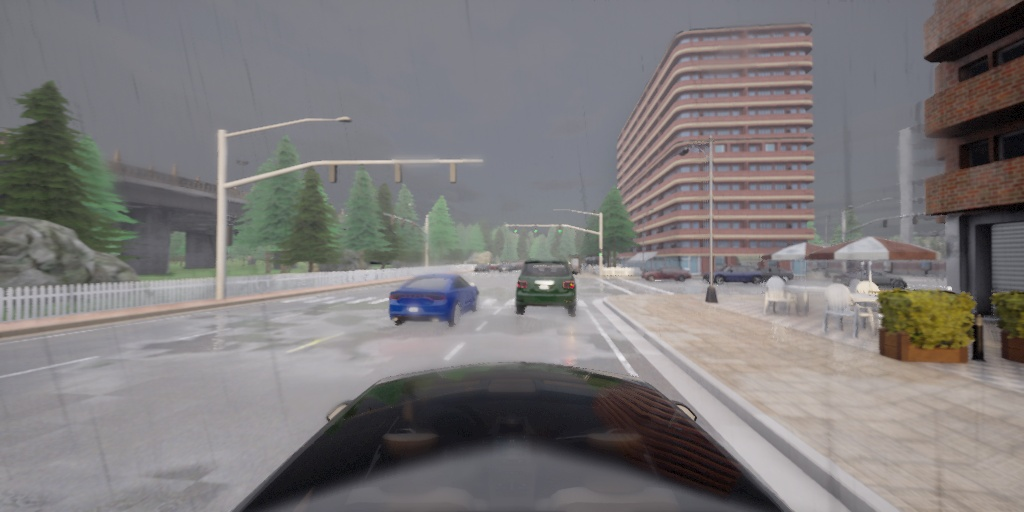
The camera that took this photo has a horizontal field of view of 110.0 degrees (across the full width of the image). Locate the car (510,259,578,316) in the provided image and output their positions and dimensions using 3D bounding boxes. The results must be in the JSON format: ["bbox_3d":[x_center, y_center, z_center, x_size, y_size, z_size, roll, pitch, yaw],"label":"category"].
[{"bbox_3d":[1.476,1.140,14.576,2.150,2.045,5.566,0,0,8],"label":"car"}]

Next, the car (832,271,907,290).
[{"bbox_3d":[27.056,1.810,27.263,4.181,1.385,1.994,0,-1,6],"label":"car"}]

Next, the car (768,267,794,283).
[{"bbox_3d":[24.351,1.831,34.755,4.892,1.490,1.837,0,-1,7],"label":"car"}]

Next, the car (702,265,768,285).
[{"bbox_3d":[19.439,1.619,31.794,4.553,1.767,2.097,0,-1,6],"label":"car"}]

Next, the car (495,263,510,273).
[{"bbox_3d":[-1.005,1.944,58.699,2.128,1.511,4.902,0,-1,7],"label":"car"}]

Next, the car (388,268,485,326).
[{"bbox_3d":[-2.418,1.348,12.295,1.882,1.535,5.008,0,-1,6],"label":"car"}]

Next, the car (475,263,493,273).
[{"bbox_3d":[-4.721,1.919,56.937,1.837,1.490,4.892,0,-1,6],"label":"car"}]

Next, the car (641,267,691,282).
[{"bbox_3d":[15.347,1.825,35.842,4.674,1.442,1.812,0,-1,9],"label":"car"}]
